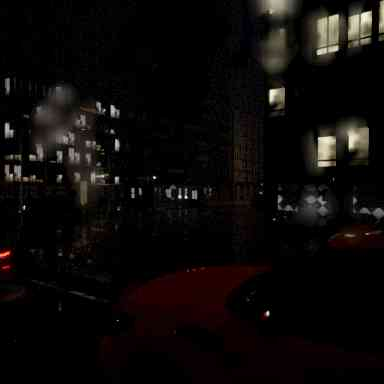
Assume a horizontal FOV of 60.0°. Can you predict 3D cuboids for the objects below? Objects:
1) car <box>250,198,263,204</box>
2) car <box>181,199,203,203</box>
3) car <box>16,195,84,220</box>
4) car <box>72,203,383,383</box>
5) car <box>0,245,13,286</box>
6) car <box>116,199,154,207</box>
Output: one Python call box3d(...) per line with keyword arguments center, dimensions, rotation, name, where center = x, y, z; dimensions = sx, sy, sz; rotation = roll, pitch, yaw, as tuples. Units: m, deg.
box3d(center=(11.628, 1.792, 55.949), dimensions=(2.033, 1.411, 5.357), rotation=(1, 0, 37), name="car")
box3d(center=(-0.153, 1.675, 45.442), dimensions=(1.812, 1.442, 4.674), rotation=(1, 0, 36), name="car")
box3d(center=(-12.241, 1.279, 29.166), dimensions=(2.150, 2.045, 5.566), rotation=(1, 0, 39), name="car")
box3d(center=(1.781, 1.221, 2.415), dimensions=(5.566, 2.045, 2.150), rotation=(0, 0, 35), name="car")
box3d(center=(-6.121, 1.522, 8.034), dimensions=(4.674, 1.442, 1.812), rotation=(0, 0, 35), name="car")
box3d(center=(-6.307, 1.594, 37.191), dimensions=(2.128, 1.511, 4.902), rotation=(1, 0, 37), name="car")
